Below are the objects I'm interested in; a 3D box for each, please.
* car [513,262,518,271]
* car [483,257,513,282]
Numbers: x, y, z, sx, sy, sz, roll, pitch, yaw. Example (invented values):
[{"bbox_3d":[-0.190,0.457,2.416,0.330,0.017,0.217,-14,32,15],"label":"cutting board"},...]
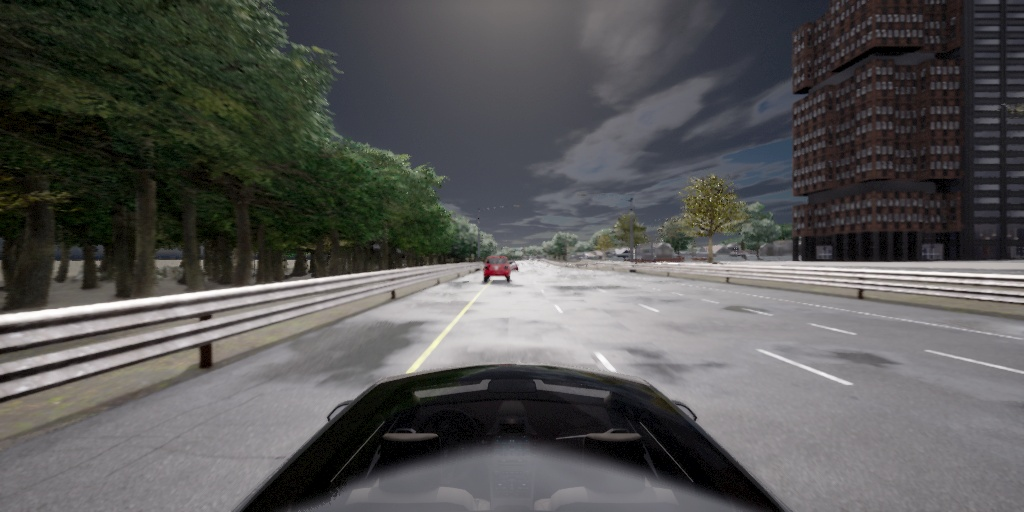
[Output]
[{"bbox_3d":[0.135,1.869,63.483,1.994,1.385,4.181,0,-1,0],"label":"car"},{"bbox_3d":[-1.202,1.074,30.354,2.150,2.045,5.566,0,-1,0],"label":"car"}]
